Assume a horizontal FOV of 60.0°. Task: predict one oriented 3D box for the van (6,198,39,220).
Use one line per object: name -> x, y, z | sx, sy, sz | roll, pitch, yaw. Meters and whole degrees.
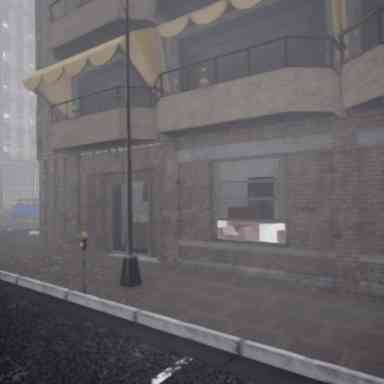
van -> -13.992, 1.428, 29.179 | 1.690, 1.788, 3.998 | -1, -1, 36
